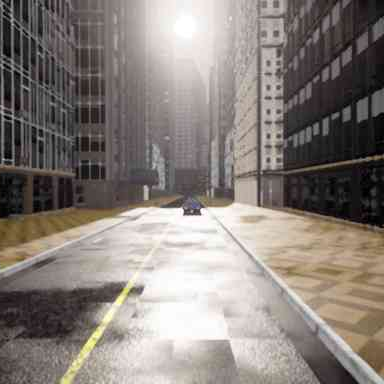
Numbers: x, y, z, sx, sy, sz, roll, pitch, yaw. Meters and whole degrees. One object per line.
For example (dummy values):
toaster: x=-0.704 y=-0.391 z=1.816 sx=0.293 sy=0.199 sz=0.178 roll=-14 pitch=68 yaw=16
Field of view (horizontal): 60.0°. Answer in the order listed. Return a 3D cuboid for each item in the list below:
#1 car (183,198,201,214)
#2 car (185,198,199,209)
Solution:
car: x=-0.008 y=1.620 z=35.257 sx=1.895 sy=1.301 sz=4.718 roll=0 pitch=0 yaw=0
car: x=0.006 y=1.558 z=47.150 sx=1.812 sy=1.442 sz=4.674 roll=0 pitch=0 yaw=0
